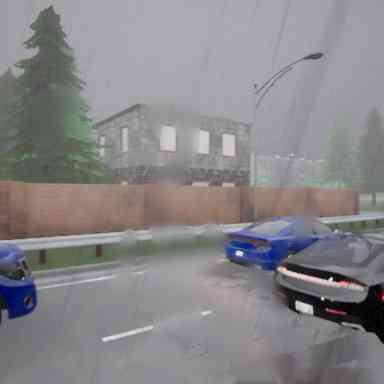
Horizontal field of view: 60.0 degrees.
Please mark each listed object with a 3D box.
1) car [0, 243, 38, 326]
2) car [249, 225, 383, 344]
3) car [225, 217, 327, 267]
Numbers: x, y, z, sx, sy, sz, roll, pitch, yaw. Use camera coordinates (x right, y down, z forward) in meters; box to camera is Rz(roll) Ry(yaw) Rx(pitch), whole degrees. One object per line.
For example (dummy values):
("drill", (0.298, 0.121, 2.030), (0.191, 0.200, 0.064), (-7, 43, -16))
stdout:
("car", (-5.123, 1.215, 4.385), (5.566, 2.045, 2.150), (0, 0, -35))
("car", (3.649, 1.517, 6.365), (4.902, 1.511, 2.128), (0, 0, -35))
("car", (3.294, 1.511, 10.411), (5.008, 1.535, 1.882), (0, 0, -35))
